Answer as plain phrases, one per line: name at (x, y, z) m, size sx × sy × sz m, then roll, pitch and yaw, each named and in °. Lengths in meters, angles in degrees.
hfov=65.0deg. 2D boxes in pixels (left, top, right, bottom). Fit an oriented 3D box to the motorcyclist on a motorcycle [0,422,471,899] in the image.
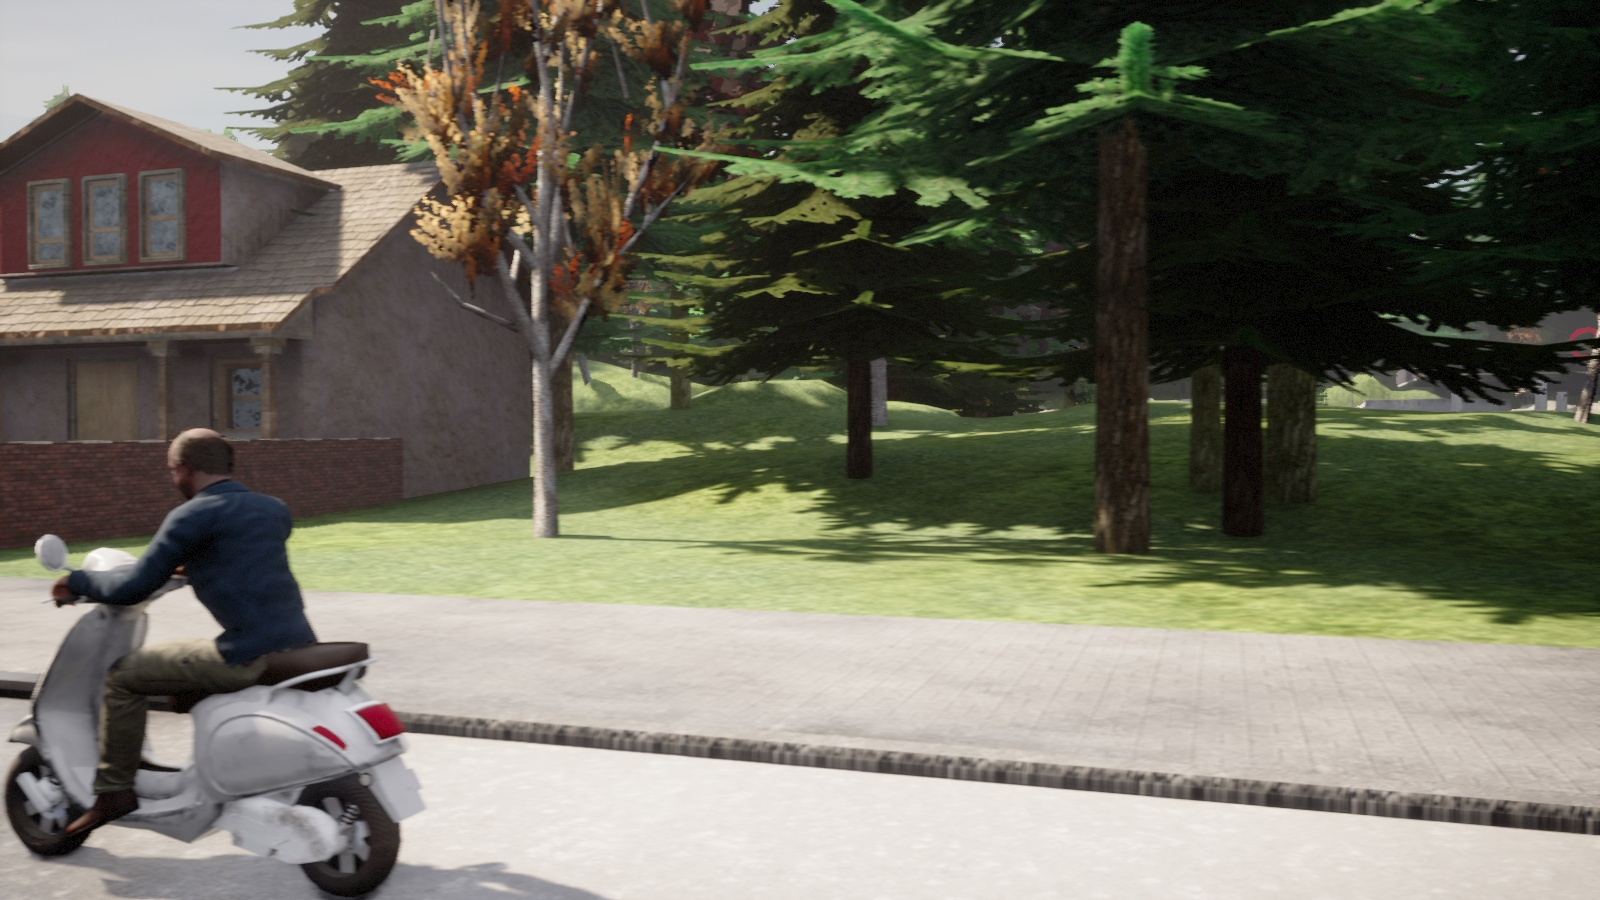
motorcyclist on a motorcycle at (-2.199, 0.700, 4.458) m, size 1.817 × 1.590 × 0.866 m, roll 1°, pitch 1°, yaw 19°
